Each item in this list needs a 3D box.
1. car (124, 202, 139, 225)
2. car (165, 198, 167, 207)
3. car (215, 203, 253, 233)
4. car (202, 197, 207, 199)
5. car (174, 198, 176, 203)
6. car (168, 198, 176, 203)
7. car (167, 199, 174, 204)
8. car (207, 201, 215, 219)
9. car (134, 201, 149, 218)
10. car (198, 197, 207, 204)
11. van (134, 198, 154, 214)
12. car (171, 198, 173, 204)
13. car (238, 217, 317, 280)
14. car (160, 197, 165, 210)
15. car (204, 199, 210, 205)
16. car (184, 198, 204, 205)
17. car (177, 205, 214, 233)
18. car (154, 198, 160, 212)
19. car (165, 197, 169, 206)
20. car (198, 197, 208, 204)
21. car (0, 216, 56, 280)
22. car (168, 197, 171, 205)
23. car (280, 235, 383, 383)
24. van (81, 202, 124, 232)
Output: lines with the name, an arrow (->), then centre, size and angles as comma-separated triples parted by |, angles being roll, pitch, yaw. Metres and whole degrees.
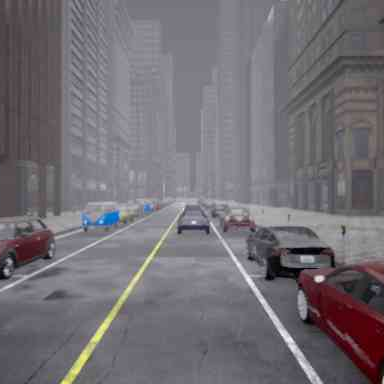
car -> -5.761, 1.769, 26.778 | 1.752, 1.417, 4.829 | 0, -1, 0
car -> -5.757, 2.077, 55.129 | 1.947, 1.339, 4.313 | 0, -1, 0
car -> 2.763, 1.635, 21.317 | 1.967, 1.590, 4.097 | 0, -1, 0
car -> 2.769, 2.148, 60.769 | 1.802, 1.307, 4.206 | 0, -1, 0
car -> -5.753, 2.312, 83.141 | 1.752, 1.417, 4.829 | 0, -1, 0
car -> -5.751, 2.471, 94.583 | 1.947, 1.339, 4.313 | 0, -1, 0
car -> -5.752, 2.428, 88.947 | 1.802, 1.307, 4.206 | 0, -1, 0
car -> 2.765, 1.865, 32.588 | 1.947, 1.339, 4.313 | 0, -1, 0
car -> -5.760, 1.849, 32.583 | 2.008, 1.369, 4.403 | 0, -1, 0
car -> 2.772, 2.162, 88.951 | 2.192, 1.841, 5.009 | 0, -1, 0
van -> -5.760, 1.692, 38.222 | 1.690, 1.788, 3.998 | 0, -1, 0
car -> -5.754, 2.257, 72.038 | 1.802, 1.307, 4.206 | 0, -1, 0
car -> 2.761, 1.658, 10.045 | 1.947, 1.339, 4.313 | 0, -1, 0
car -> -5.759, 1.773, 49.495 | 2.192, 1.841, 5.009 | 0, -1, 0
car -> 2.767, 2.041, 49.497 | 1.802, 1.307, 4.206 | 0, -1, 0
car -> 0.105, 1.836, 38.922 | 1.882, 1.535, 5.008 | 0, -1, 0
car -> 0.103, 1.757, 21.243 | 1.994, 1.385, 4.181 | 0, -1, 0
car -> -5.759, 1.845, 43.857 | 1.967, 1.590, 4.097 | 0, -1, 0
car -> -5.756, 2.131, 60.765 | 1.947, 1.339, 4.313 | 0, -1, 0
car -> 2.771, 2.104, 83.315 | 2.192, 1.841, 5.009 | 0, -1, 0
car -> -5.764, 1.531, 10.039 | 1.967, 1.590, 4.097 | 0, -1, 0
car -> -5.755, 2.171, 66.401 | 2.008, 1.369, 4.403 | 0, -1, 0
car -> 2.760, 1.586, 4.409 | 1.887, 1.381, 4.507 | 0, -1, 0
van -> -5.763, 1.535, 21.313 | 1.690, 1.788, 3.998 | 0, -1, 0
